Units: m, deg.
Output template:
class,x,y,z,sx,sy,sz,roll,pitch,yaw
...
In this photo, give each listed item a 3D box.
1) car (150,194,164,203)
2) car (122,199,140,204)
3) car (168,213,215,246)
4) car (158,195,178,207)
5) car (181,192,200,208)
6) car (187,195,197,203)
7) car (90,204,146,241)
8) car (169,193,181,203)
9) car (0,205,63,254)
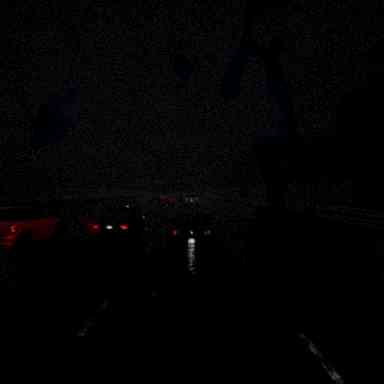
class,x,y,z,sx,sy,sz,roll,pitch,yaw
car,-7.054,1.429,65.381,1.837,1.490,4.892,0,0,0
car,-7.031,1.537,38.385,1.994,1.385,4.181,0,0,0
car,-0.014,1.603,15.180,1.895,1.301,4.718,0,0,0
car,-3.542,1.551,49.654,1.895,1.301,4.718,0,0,0
car,-0.040,1.176,48.198,2.150,2.045,5.566,0,0,0
car,-0.054,1.402,65.401,1.882,1.535,5.008,0,0,0
car,-3.514,1.549,16.653,2.033,1.411,5.357,0,0,0
car,-3.554,1.488,65.372,1.994,1.385,4.181,0,0,0
car,-7.012,1.354,13.605,2.097,1.767,4.553,0,0,0
